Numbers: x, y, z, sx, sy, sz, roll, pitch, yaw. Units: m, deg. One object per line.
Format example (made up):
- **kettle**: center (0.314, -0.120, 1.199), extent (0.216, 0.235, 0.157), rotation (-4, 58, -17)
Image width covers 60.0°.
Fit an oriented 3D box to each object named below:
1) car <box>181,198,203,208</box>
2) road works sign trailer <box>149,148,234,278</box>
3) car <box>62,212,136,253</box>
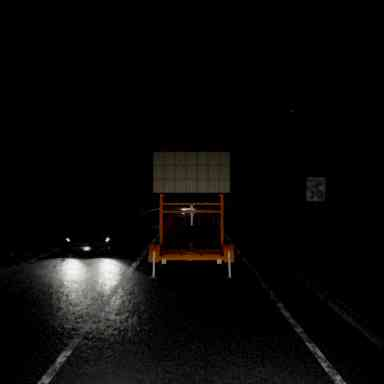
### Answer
- **car**: center (0.118, 1.517, 47.803), extent (2.033, 1.411, 5.357), rotation (0, 0, 18)
- **road works sign trailer**: center (-0.011, 0.466, 10.114), extent (2.380, 3.560, 2.880), rotation (0, 0, 0)
- **car**: center (-3.589, 1.550, 14.003), extent (2.033, 1.411, 5.357), rotation (0, 0, 0)
